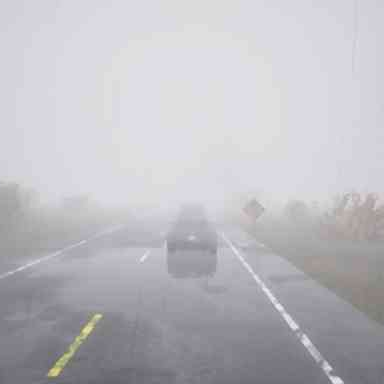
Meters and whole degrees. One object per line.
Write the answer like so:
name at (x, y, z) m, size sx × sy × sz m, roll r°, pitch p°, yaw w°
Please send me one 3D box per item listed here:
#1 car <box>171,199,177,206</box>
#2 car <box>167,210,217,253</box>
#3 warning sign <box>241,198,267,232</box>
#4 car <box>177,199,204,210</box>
car at (-3.466, 2.239, 71.702) m, size 1.837 × 1.490 × 4.892 m, roll 0°, pitch -1°, yaw 0°
car at (0.015, 1.705, 14.337) m, size 1.994 × 1.385 × 4.181 m, roll 0°, pitch -1°, yaw 0°
warning sign at (3.557, 1.302, 19.098) m, size 1.300 × 1.860 × 1.060 m, roll 0°, pitch -1°, yaw 0°
car at (0.018, 1.639, 29.085) m, size 2.097 × 1.767 × 4.553 m, roll 0°, pitch -1°, yaw 0°
